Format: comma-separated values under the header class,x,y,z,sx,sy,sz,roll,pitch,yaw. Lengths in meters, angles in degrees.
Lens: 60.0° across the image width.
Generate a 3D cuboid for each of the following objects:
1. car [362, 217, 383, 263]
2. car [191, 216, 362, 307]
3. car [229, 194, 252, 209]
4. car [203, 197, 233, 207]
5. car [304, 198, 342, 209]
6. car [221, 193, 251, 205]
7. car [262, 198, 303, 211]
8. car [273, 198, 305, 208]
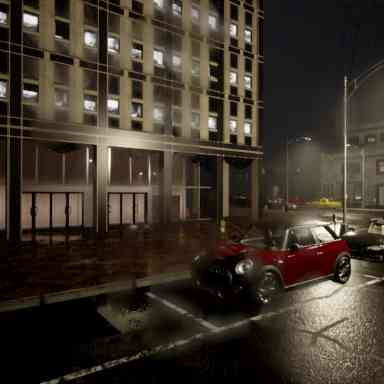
class,x,y,z,sx,sy,sz,roll,pitch,yaw
car,6.582,1.552,11.231,4.403,1.369,2.008,0,0,-35
car,1.944,1.441,7.931,4.097,1.590,1.967,0,0,-35
car,6.747,1.168,42.349,2.192,1.841,5.009,1,0,-35
car,3.605,1.381,46.910,2.008,1.369,4.403,1,0,-35
car,16.692,1.447,42.678,1.752,1.417,4.829,1,0,-35
car,7.371,1.168,56.221,2.192,1.841,5.009,1,0,-35
car,9.885,1.427,37.788,2.008,1.369,4.403,1,0,-35
car,13.649,1.480,47.099,1.802,1.307,4.206,1,0,-35
